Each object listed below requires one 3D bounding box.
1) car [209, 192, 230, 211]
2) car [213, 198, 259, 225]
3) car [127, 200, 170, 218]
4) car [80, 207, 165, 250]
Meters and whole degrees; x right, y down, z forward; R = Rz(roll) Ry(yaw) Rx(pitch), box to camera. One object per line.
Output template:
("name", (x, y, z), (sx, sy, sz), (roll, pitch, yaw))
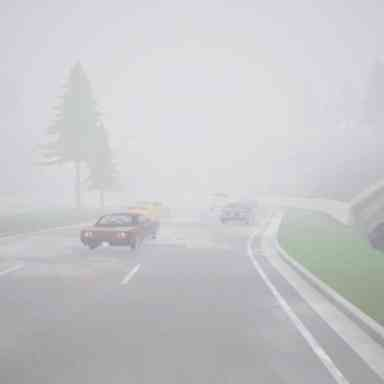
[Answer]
("car", (3.079, 0.989, 37.470), (2.150, 2.045, 5.566), (1, 0, 3))
("car", (3.231, 1.404, 23.133), (2.033, 1.411, 5.357), (0, 0, 17))
("car", (-3.262, 1.318, 25.613), (1.882, 1.535, 5.008), (0, 0, 16))
("car", (-2.712, 1.514, 13.827), (1.895, 1.301, 4.718), (0, 0, 8))
